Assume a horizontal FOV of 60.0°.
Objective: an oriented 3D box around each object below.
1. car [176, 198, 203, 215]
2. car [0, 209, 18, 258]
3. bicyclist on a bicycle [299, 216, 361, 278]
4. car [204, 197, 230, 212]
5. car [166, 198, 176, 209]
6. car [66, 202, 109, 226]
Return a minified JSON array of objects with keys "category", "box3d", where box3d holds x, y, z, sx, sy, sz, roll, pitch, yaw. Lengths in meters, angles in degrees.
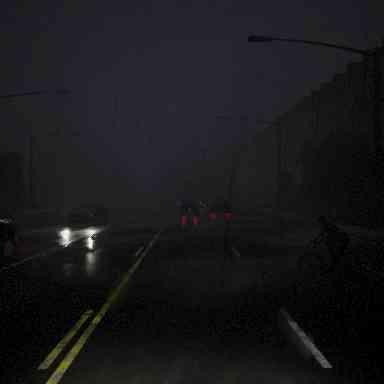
[{"category":"car","box3d":[-0.323,1.491,34.260,2.128,1.511,4.902,0,0,-2]},{"category":"car","box3d":[-7.177,1.477,9.899,1.882,1.535,5.008,0,0,-1]},{"category":"bicyclist on a bicycle","box3d":[3.588,1.453,8.703,1.656,1.620,0.582,-2,0,-1]},{"category":"car","box3d":[2.944,1.352,38.144,2.097,1.767,4.553,0,0,-4]},{"category":"car","box3d":[-2.143,1.547,46.840,2.033,1.411,5.357,0,0,-21]},{"category":"car","box3d":[-7.319,1.477,23.769,1.882,1.535,5.008,0,0,0]}]
